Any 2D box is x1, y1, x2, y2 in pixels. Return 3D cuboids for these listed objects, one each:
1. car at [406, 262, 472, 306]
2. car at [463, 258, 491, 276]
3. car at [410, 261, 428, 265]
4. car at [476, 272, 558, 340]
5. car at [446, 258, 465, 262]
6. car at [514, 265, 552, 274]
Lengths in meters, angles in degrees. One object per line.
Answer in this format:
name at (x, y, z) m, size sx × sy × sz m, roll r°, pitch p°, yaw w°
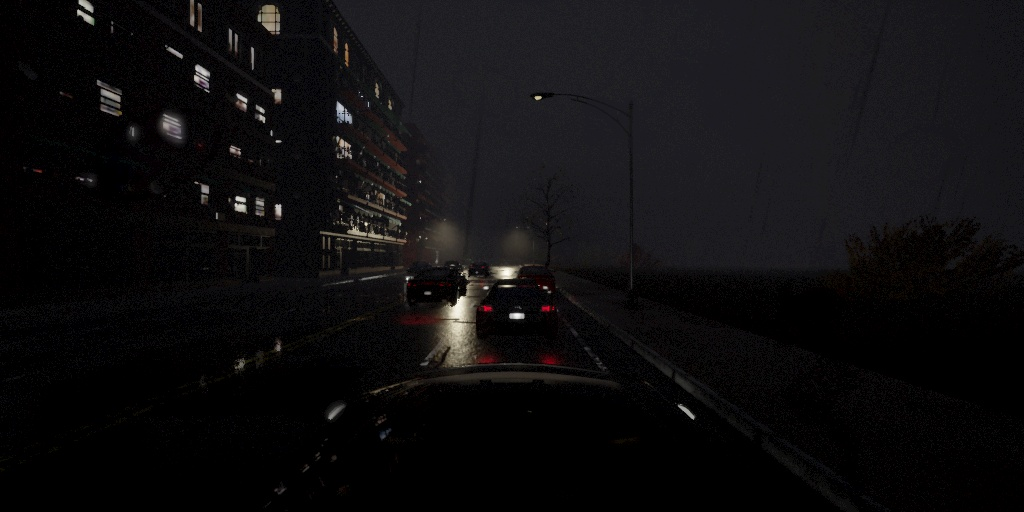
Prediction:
car at (-3.141, 1.229, 15.843) m, size 1.882 × 1.535 × 5.008 m, roll 0°, pitch 0°, yaw 0°
car at (-3.126, 1.244, 34.590) m, size 2.128 × 1.511 × 4.902 m, roll 0°, pitch 0°, yaw 0°
car at (-9.823, 1.278, 38.341) m, size 1.812 × 1.442 × 4.674 m, roll 0°, pitch 0°, yaw 0°
car at (0.107, 1.315, 10.040) m, size 1.994 × 1.385 × 4.181 m, roll 0°, pitch 0°, yaw 0°
car at (-6.573, 1.257, 39.475) m, size 1.837 × 1.490 × 4.892 m, roll 0°, pitch 0°, yaw 0°
car at (1.149, 1.230, 18.960) m, size 1.882 × 1.535 × 5.008 m, roll 0°, pitch 0°, yaw 0°
